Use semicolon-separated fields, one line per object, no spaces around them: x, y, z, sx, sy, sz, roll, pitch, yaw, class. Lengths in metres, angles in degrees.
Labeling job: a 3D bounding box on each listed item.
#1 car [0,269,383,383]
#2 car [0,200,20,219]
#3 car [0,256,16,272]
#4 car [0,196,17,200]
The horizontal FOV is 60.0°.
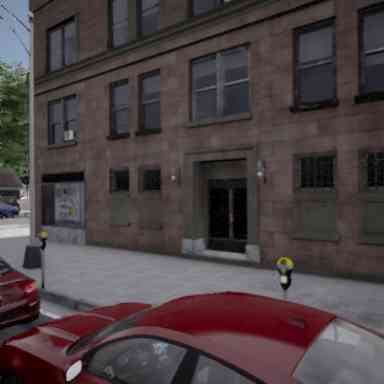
0.123;1.558;2.723;4.507;1.381;1.887;-1;0;36;car
-18.140;1.742;30.066;1.812;1.442;4.674;-1;0;34;car
-4.365;1.648;5.932;4.206;1.307;1.802;-1;0;36;car
-20.084;1.462;32.935;2.150;2.045;5.566;-1;0;36;car
